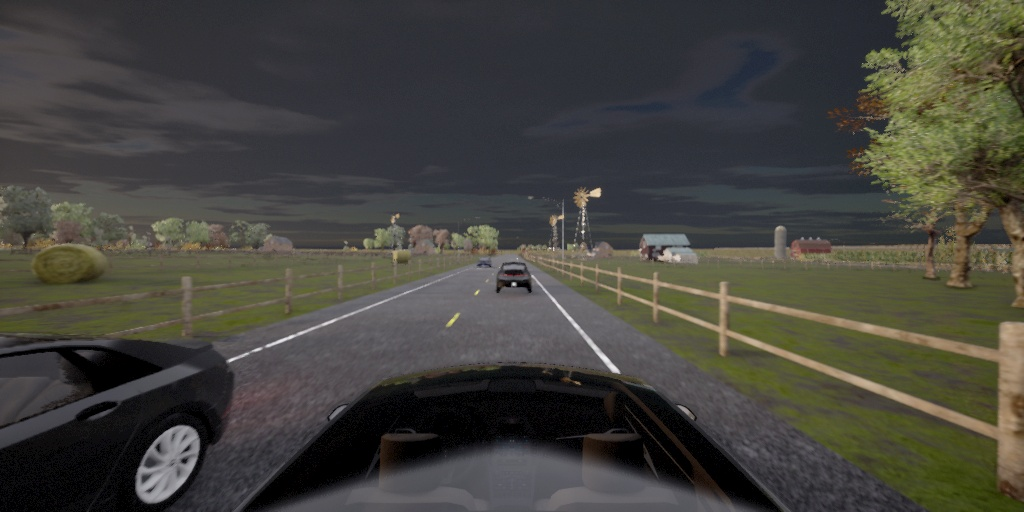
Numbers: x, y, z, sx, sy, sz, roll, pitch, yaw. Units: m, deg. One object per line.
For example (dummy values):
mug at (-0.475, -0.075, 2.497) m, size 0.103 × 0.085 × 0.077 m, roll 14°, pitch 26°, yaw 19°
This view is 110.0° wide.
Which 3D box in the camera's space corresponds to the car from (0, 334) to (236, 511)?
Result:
car at (-3.592, 1.259, 1.443) m, size 1.837 × 1.490 × 4.892 m, roll 0°, pitch 1°, yaw 0°

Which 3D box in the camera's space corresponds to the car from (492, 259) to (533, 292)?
car at (0.098, 1.067, 19.733) m, size 1.837 × 1.490 × 4.892 m, roll 0°, pitch 1°, yaw 0°

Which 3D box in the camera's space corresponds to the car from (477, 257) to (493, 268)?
car at (-3.558, 0.822, 47.329) m, size 2.033 × 1.411 × 5.357 m, roll 0°, pitch 1°, yaw 1°
